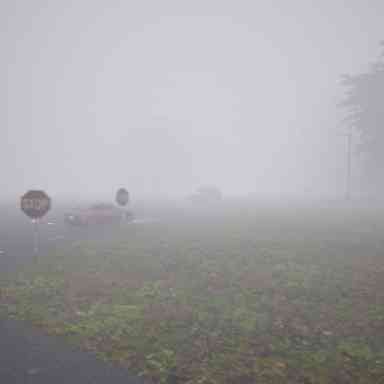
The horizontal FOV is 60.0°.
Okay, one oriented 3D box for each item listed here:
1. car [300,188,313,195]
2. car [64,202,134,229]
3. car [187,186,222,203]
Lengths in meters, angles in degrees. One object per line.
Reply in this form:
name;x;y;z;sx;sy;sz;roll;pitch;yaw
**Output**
car;25.962;-0.166;75.394;2.128;1.511;4.902;3;2;36
car;-5.408;1.298;19.767;1.994;1.385;4.181;3;3;36
car;1.647;0.340;41.548;2.150;2.045;5.566;3;4;36
